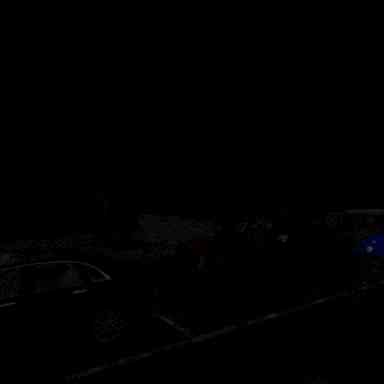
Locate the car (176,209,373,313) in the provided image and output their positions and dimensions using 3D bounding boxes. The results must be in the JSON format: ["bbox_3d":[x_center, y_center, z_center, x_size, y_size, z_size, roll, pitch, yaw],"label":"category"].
[{"bbox_3d":[1.894,1.375,7.988,5.009,1.841,2.192,1,0,-35],"label":"car"}]

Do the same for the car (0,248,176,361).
[{"bbox_3d":[-2.678,1.556,4.736,4.403,1.369,2.008,1,0,-35],"label":"car"}]

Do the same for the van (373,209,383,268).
[{"bbox_3d":[6.464,1.457,11.239,3.998,1.788,1.690,1,0,-35],"label":"van"}]
